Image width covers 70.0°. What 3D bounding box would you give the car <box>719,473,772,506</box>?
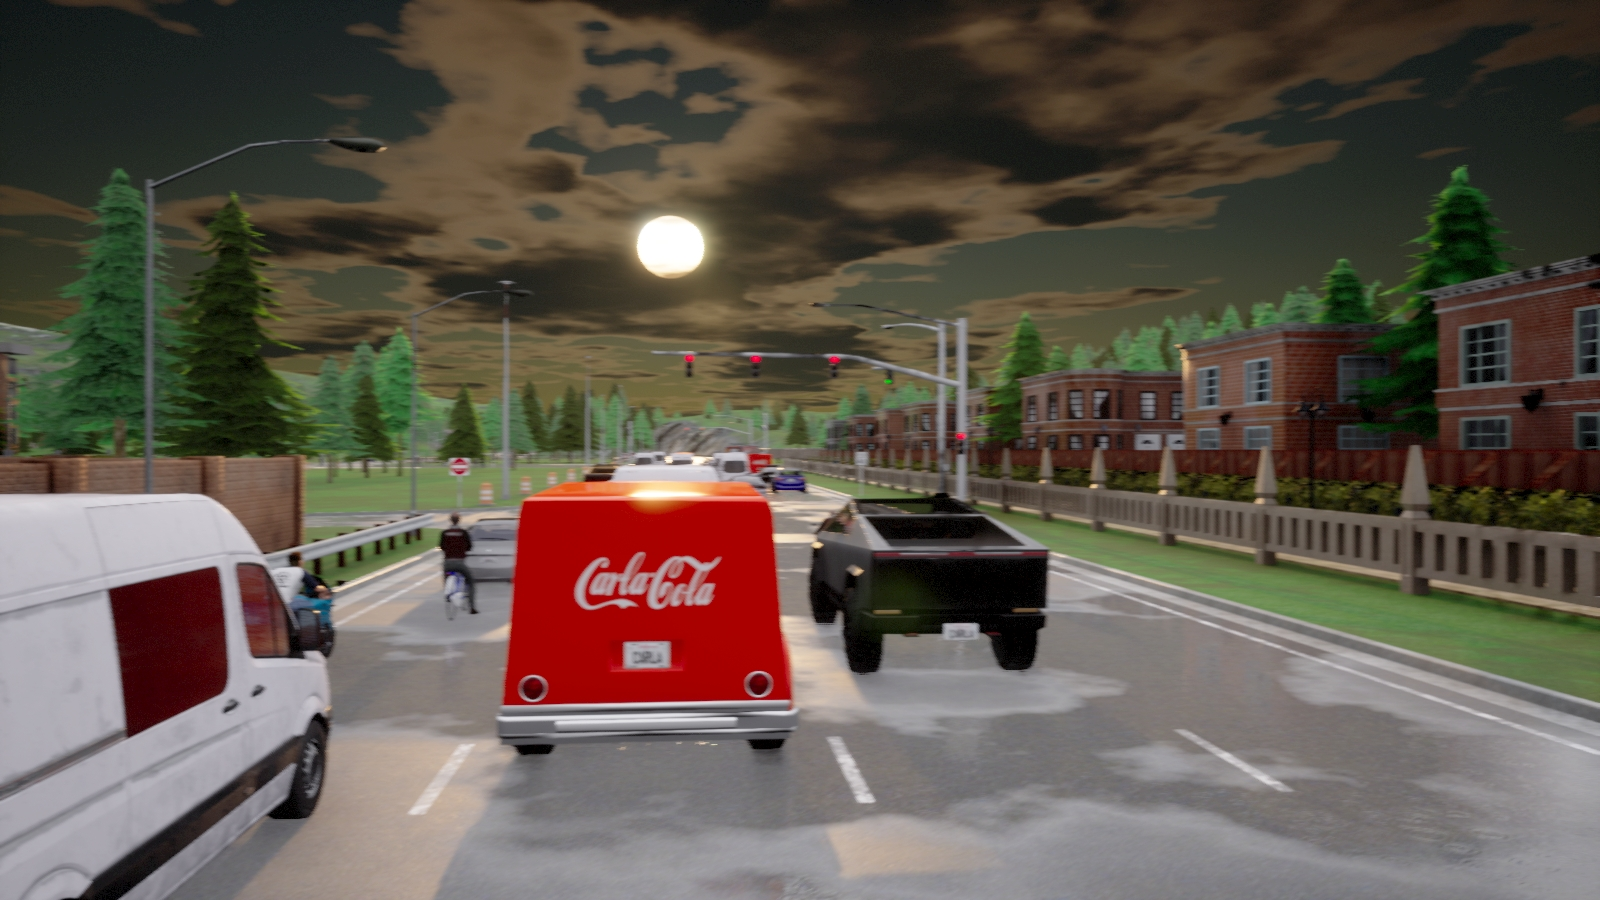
[{"bbox_3d":[-2.909,2.048,59.560,2.097,1.535,5.006,0,0,-10],"label":"car"}]

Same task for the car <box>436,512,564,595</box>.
[{"bbox_3d":[-6.255,2.116,24.272,1.994,1.385,4.181,0,0,-6],"label":"car"}]

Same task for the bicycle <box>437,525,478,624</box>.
[{"bbox_3d":[-5.754,2.057,19.254,0.329,1.471,1.835,0,0,-6],"label":"bicycle"}]

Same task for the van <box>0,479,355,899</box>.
[{"bbox_3d":[-4.508,1.529,6.742,1.988,2.561,5.915,0,0,-6],"label":"van"}]

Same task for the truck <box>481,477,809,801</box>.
[{"bbox_3d":[-1.496,1.570,11.845,2.627,2.467,5.204,0,0,-6],"label":"truck"}]

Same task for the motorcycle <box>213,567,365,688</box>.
[{"bbox_3d":[-6.356,2.180,14.352,0.803,1.199,2.033,-1,0,7],"label":"motorcycle"}]

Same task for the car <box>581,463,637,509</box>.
[{"bbox_3d":[-9.577,1.756,57.671,2.390,2.098,6.274,0,0,-6],"label":"car"}]

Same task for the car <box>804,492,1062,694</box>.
[{"bbox_3d":[1.569,1.762,16.379,2.390,2.098,6.274,0,0,-6],"label":"car"}]

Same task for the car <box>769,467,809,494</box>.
[{"bbox_3d":[-0.778,1.989,75.281,2.242,1.667,4.611,0,0,-6],"label":"car"}]
